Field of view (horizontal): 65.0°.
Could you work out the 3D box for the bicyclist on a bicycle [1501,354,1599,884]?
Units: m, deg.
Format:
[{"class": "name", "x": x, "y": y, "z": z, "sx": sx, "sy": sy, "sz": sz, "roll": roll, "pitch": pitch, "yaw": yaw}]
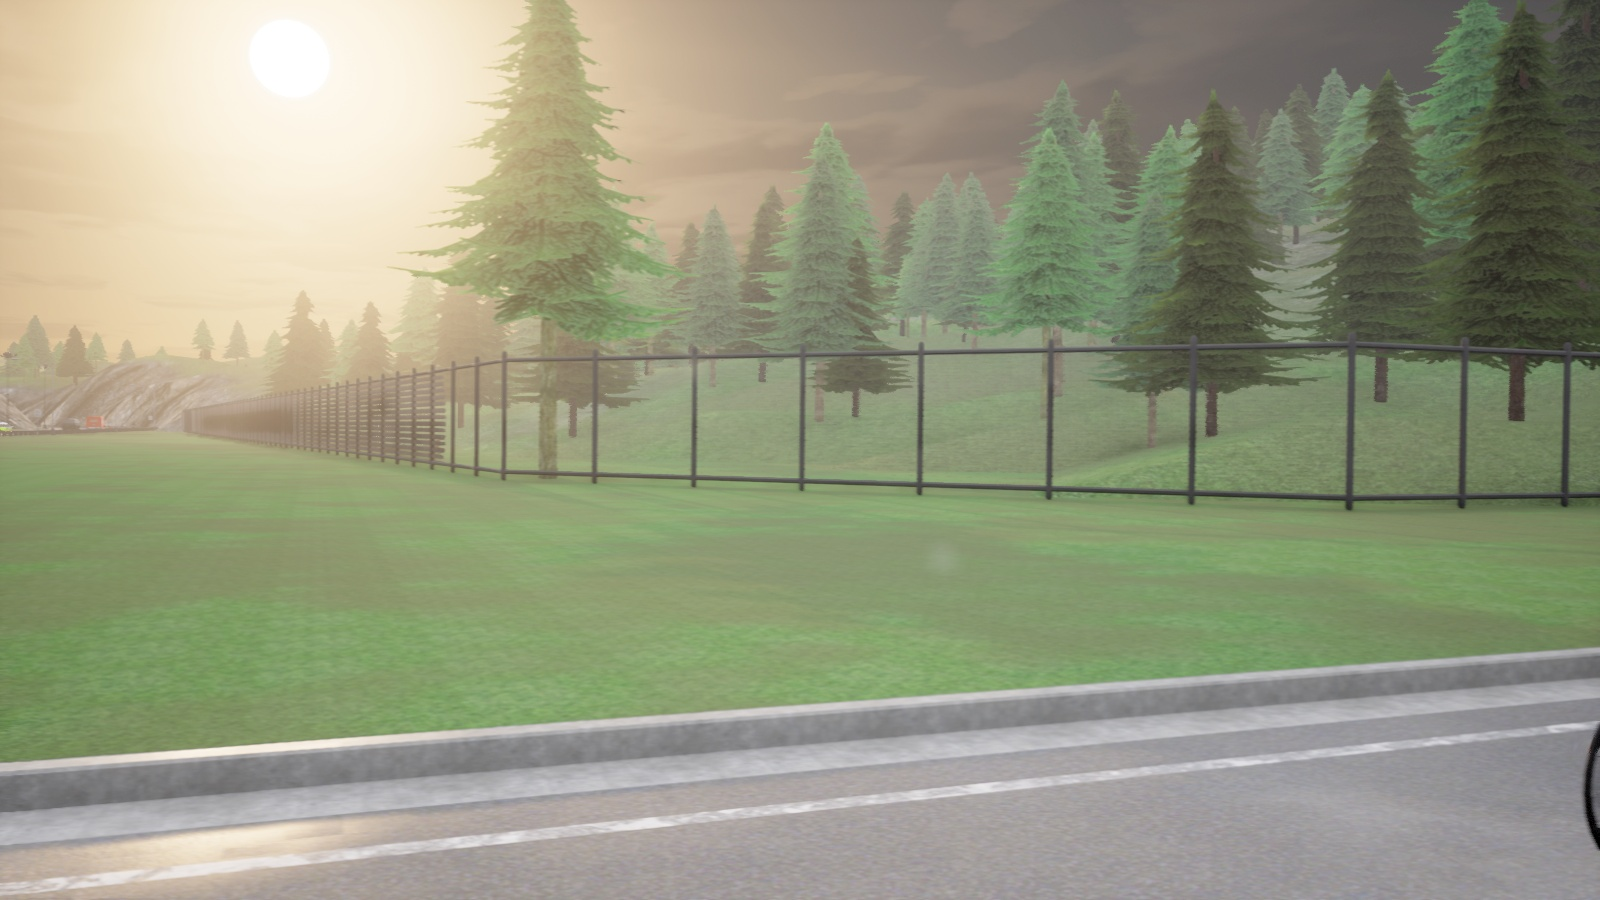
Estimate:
[{"class": "bicyclist on a bicycle", "x": 3.523, "y": 0.556, "z": 4.575, "sx": 1.843, "sy": 1.776, "sz": 0.659, "roll": -1, "pitch": 1, "yaw": -21}]
